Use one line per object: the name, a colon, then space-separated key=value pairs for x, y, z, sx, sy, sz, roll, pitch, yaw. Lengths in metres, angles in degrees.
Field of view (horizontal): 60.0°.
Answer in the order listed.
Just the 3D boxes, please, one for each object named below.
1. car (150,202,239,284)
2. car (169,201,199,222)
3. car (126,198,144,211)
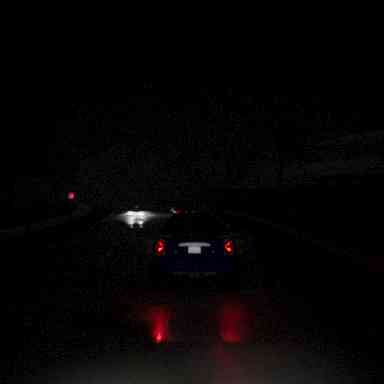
car: x=0.071 y=1.347 z=9.741 sx=2.097 sy=1.767 sz=4.553 roll=0 pitch=0 yaw=0
car: x=-0.758 y=1.535 z=27.670 sx=2.033 sy=1.411 sz=5.357 roll=0 pitch=0 yaw=-6
car: x=-6.841 y=1.473 z=39.832 sx=2.128 sy=1.511 sz=4.902 roll=0 pitch=0 yaw=-15
